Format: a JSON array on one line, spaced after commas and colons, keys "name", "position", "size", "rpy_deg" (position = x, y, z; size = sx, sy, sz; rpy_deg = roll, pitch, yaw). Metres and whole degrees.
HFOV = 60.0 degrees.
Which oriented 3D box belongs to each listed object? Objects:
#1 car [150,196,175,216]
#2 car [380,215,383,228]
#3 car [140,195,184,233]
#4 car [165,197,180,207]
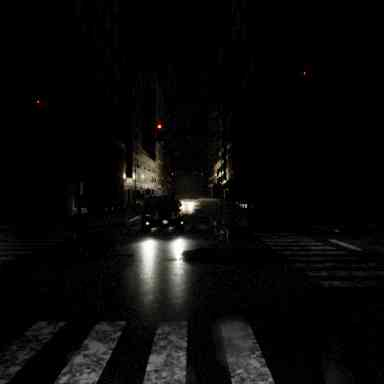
[{"name": "car", "position": [-2.869, 1.341, 33.118], "size": [2.097, 1.767, 4.553], "rpy_deg": [0, 0, 0]}, {"name": "car", "position": [12.339, 1.282, 16.815], "size": [5.009, 1.841, 2.192], "rpy_deg": [0, 0, 0]}, {"name": "car", "position": [-1.928, 1.219, 20.080], "size": [2.150, 2.045, 5.566], "rpy_deg": [0, 0, -11]}, {"name": "car", "position": [-2.869, 1.539, 50.206], "size": [1.994, 1.385, 4.181], "rpy_deg": [0, 0, 0]}]
